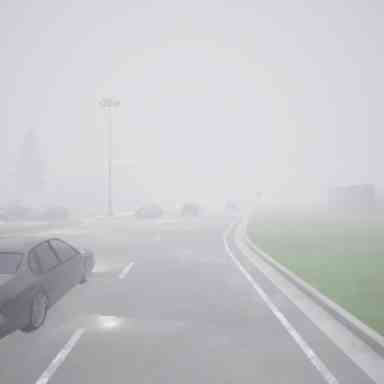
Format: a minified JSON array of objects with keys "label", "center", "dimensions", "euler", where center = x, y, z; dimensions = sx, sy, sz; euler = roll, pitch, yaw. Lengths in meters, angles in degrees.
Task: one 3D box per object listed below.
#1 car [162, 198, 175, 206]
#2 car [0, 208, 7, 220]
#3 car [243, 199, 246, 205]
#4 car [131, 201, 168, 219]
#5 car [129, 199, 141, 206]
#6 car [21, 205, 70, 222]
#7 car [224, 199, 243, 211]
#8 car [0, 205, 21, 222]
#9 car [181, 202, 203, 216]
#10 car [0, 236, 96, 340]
[{"label":"car","center":[-5.033,2.079,70.551],"dimensions":[1.837,1.490,4.892],"euler":[-1,-1,11]},{"label":"car","center":[-7.076,1.484,8.483],"dimensions":[2.097,1.767,4.553],"euler":[0,-1,-1]},{"label":"car","center":[10.924,2.182,73.861],"dimensions":[2.033,1.411,5.357],"euler":[-1,-1,11]},{"label":"car","center":[-4.175,1.916,33.237],"dimensions":[1.994,1.385,4.181],"euler":[0,-1,11]},{"label":"car","center":[-11.978,2.223,71.513],"dimensions":[1.994,1.385,4.181],"euler":[-1,-1,11]},{"label":"car","center":[-13.122,1.914,30.695],"dimensions":[1.812,1.442,4.674],"euler":[0,-1,12]},{"label":"car","center":[5.606,1.963,46.678],"dimensions":[2.033,1.411,5.357],"euler":[-1,-1,11]},{"label":"car","center":[-16.556,1.966,31.336],"dimensions":[2.033,1.411,5.357],"euler":[-1,-1,12]},{"label":"car","center":[0.057,1.861,36.689],"dimensions":[1.837,1.490,4.892],"euler":[-1,-1,11]},{"label":"car","center":[-3.510,1.640,6.896],"dimensions":[2.033,1.411,5.357],"euler":[0,-1,-2]}]
